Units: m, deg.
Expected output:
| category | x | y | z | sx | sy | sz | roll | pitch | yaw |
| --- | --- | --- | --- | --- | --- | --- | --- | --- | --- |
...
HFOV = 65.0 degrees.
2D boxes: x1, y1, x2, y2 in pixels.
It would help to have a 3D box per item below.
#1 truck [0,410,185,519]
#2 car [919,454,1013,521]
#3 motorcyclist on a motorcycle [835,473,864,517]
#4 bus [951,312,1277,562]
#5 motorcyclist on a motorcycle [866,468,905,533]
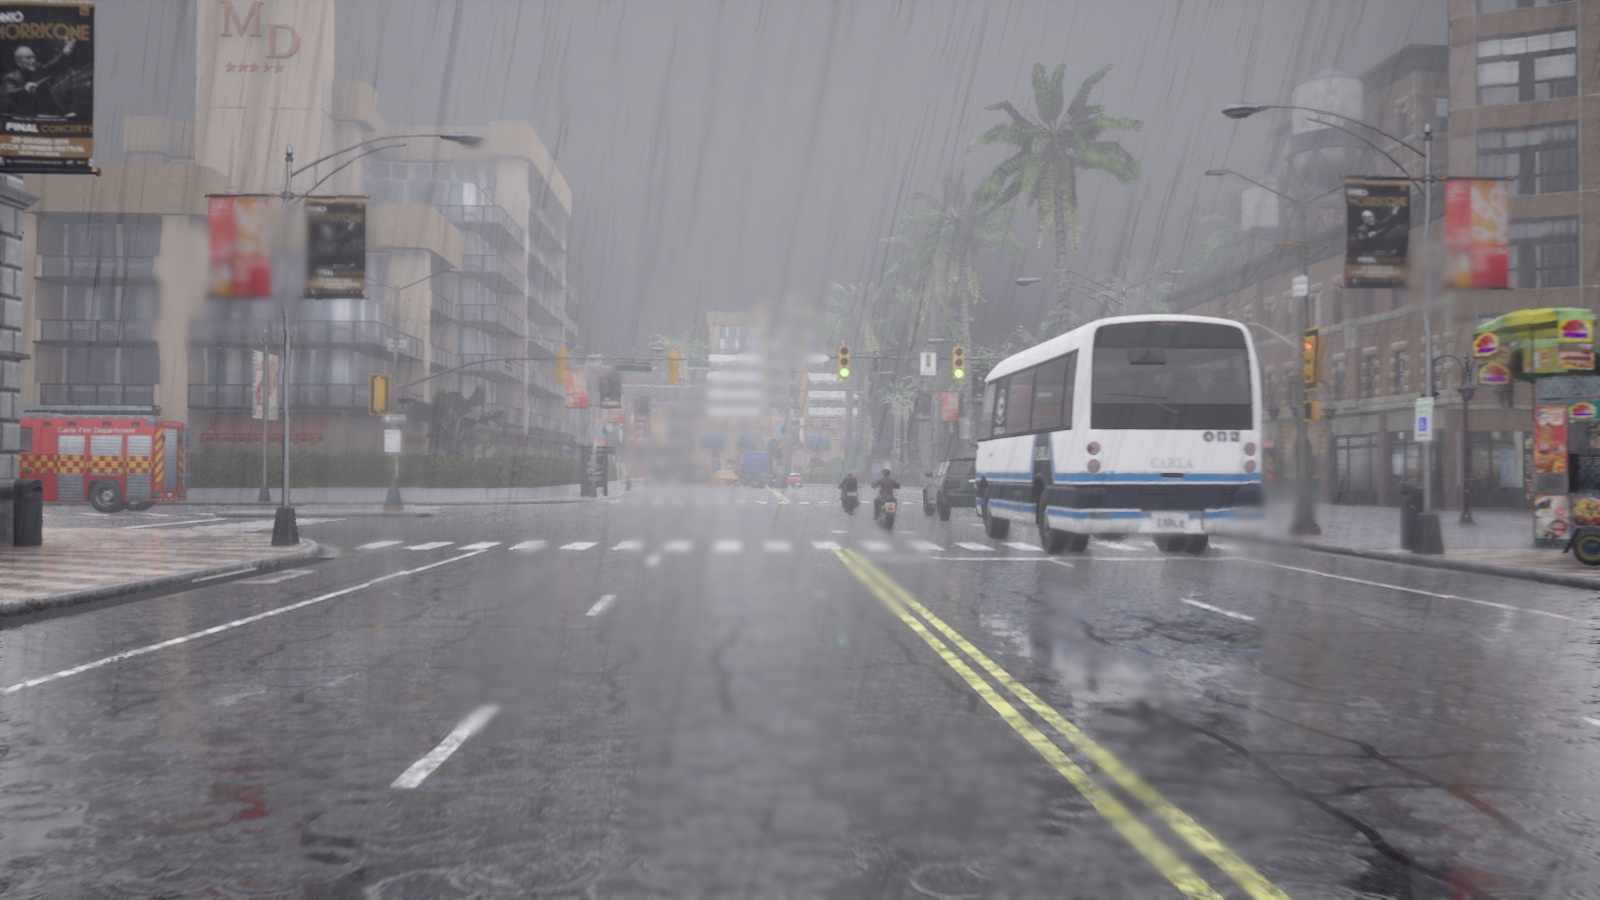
| category | x | y | z | sx | sy | sz | roll | pitch | yaw |
| --- | --- | --- | --- | --- | --- | --- | --- | --- | --- |
| truck | -27.422 | 0.546 | 45.849 | 8.468 | 3.827 | 2.891 | 0 | -1 | -3 |
| car | 5.407 | 1.206 | 41.651 | 2.150 | 2.045 | 5.566 | 0 | -1 | -2 |
| motorcyclist on a motorcycle | 1.770 | 1.596 | 45.082 | 0.866 | 1.530 | 2.191 | 0 | -1 | -2 |
| bus | 5.998 | -0.144 | 26.623 | 3.944 | 4.253 | 10.273 | 0 | -1 | -2 |
| motorcyclist on a motorcycle | 2.245 | 1.308 | 33.080 | 0.766 | 1.649 | 2.350 | 0 | -1 | -2 |
